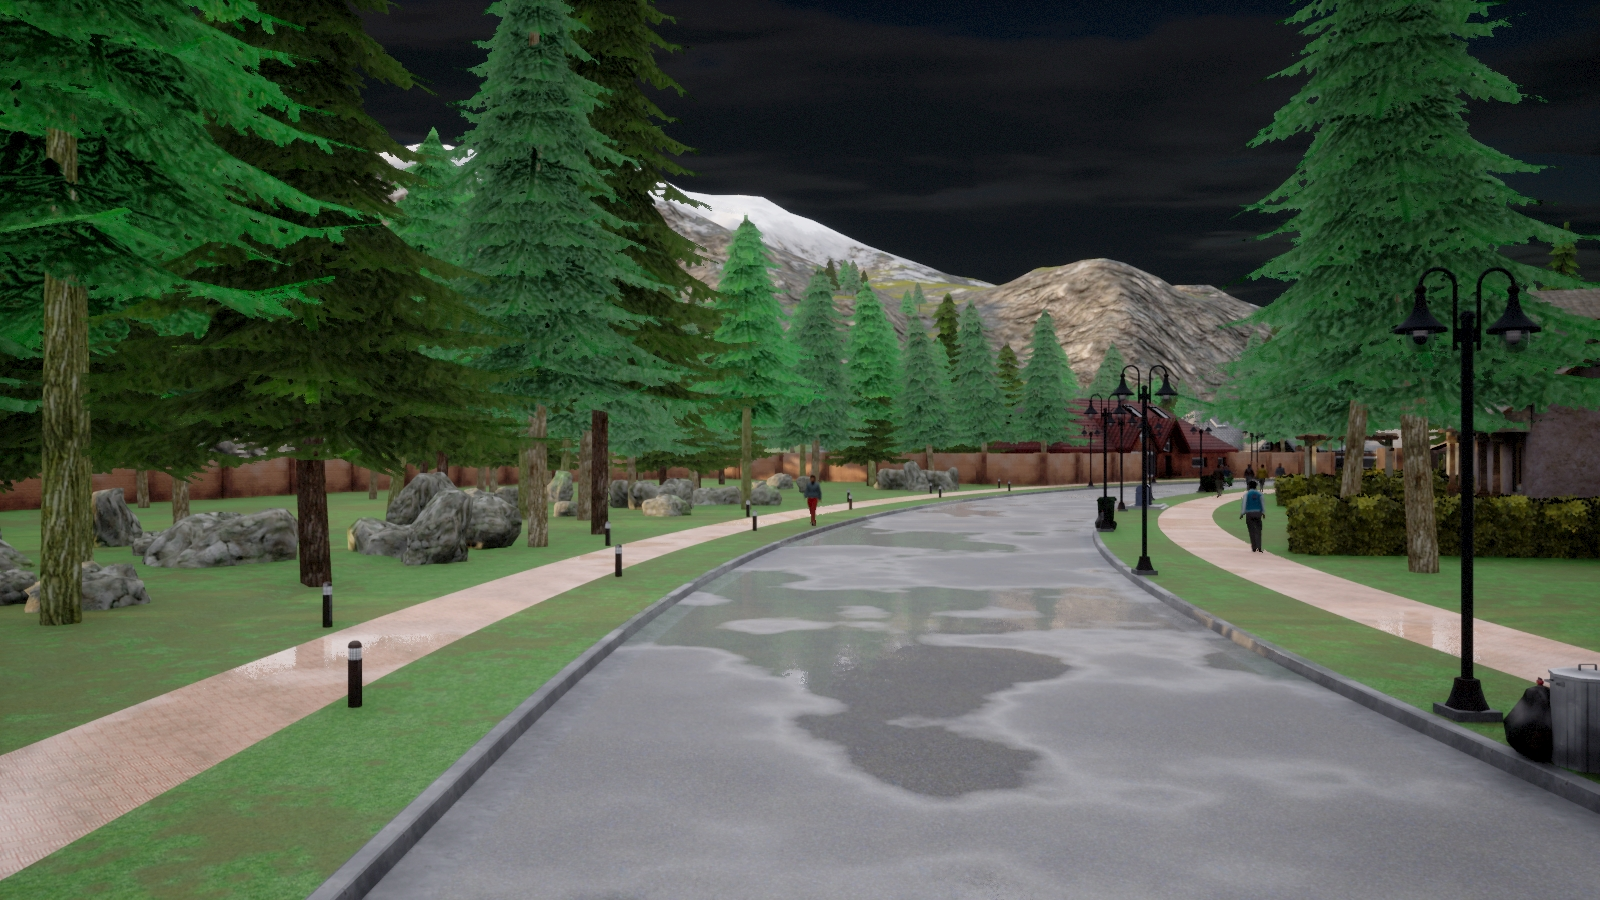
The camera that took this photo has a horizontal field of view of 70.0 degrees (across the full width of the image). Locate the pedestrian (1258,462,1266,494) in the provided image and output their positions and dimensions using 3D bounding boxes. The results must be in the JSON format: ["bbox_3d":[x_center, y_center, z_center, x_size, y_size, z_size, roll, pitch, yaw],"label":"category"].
[{"bbox_3d":[27.622,1.662,68.252,0.375,1.860,0.375,0,0,33],"label":"pedestrian"}]

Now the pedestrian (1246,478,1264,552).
[{"bbox_3d":[11.628,1.664,29.217,0.375,1.860,0.375,0,0,12],"label":"pedestrian"}]

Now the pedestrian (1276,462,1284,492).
[{"bbox_3d":[29.913,1.663,71.172,0.375,1.860,0.375,0,0,36],"label":"pedestrian"}]

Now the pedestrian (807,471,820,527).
[{"bbox_3d":[0.469,1.665,38.889,0.375,1.860,0.375,0,0,15],"label":"pedestrian"}]

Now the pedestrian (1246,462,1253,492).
[{"bbox_3d":[27.593,1.663,70.139,0.375,1.860,0.375,0,0,32],"label":"pedestrian"}]

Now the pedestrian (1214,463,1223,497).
[{"bbox_3d":[22.988,1.663,62.736,0.375,1.860,0.375,0,0,34],"label":"pedestrian"}]
